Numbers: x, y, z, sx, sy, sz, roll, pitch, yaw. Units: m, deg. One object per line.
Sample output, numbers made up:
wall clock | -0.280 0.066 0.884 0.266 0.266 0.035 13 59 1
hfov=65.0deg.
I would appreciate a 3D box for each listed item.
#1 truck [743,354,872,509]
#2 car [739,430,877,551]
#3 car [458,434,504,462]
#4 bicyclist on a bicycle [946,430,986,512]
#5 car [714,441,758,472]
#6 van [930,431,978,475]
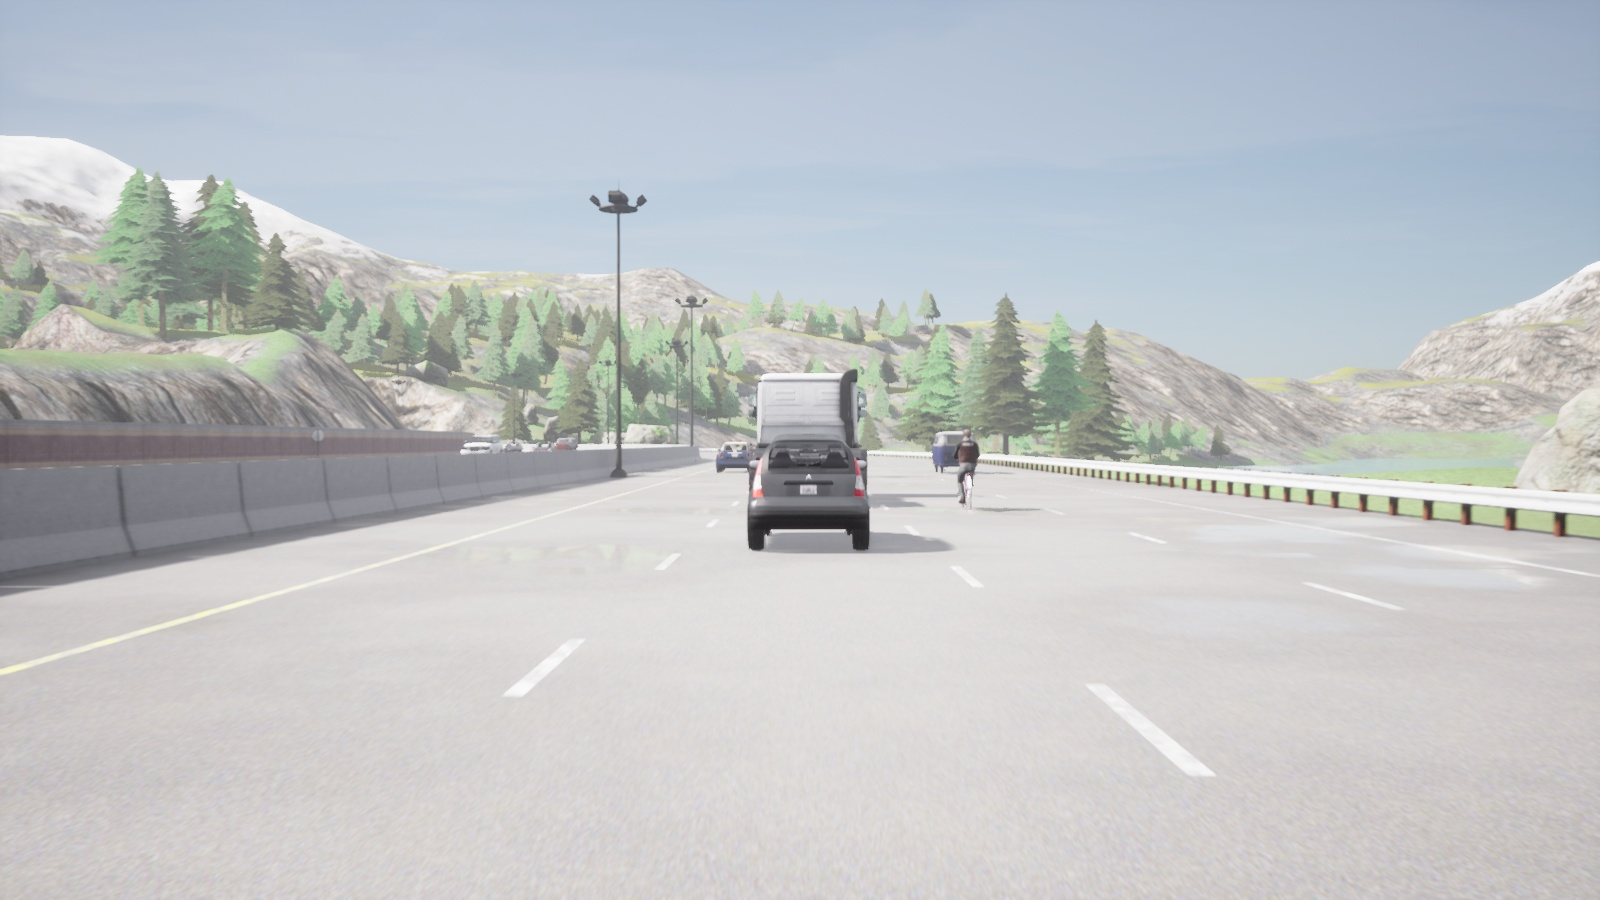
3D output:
truck | 0.196 -0.439 32.159 2.891 3.462 7.936 0 0 0
car | 0.122 0.525 18.822 1.851 1.617 3.988 0 0 0
car | -23.990 -0.155 94.746 2.150 2.045 5.566 0 0 -1
bicyclist on a bicycle | 3.673 0.443 27.878 0.659 1.776 1.843 0 1 0
car | -3.132 0.313 62.506 1.970 1.475 3.806 0 0 0
van | 7.355 0.124 60.204 1.775 1.987 4.442 0 0 0
